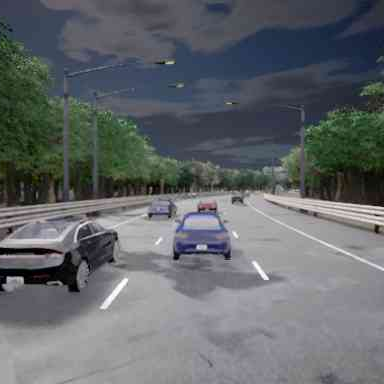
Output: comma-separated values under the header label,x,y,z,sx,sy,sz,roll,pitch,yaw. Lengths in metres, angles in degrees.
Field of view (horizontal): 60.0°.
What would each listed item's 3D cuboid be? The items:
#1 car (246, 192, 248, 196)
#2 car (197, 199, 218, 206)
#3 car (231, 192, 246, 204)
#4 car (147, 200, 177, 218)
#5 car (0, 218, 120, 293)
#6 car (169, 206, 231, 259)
label,x,y,z,sx,sy,sz,roll,pitch,yaw
car,11.287,0.920,77.056,2.128,1.511,4.902,0,0,12
car,1.601,1.350,32.998,1.895,1.301,4.718,0,0,5
car,7.370,1.088,53.907,1.837,1.490,4.892,0,0,8
car,-2.356,1.335,27.414,2.033,1.411,5.357,0,0,4
car,-3.238,1.422,8.646,2.128,1.511,4.902,0,0,1
car,0.357,1.434,12.012,1.812,1.442,4.674,0,0,2
